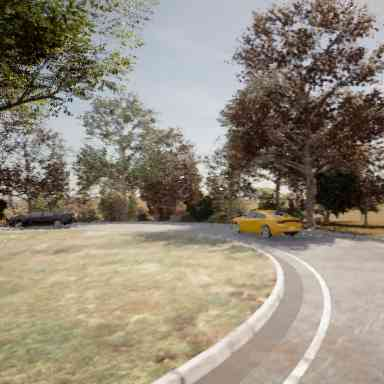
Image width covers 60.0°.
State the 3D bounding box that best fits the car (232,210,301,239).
[{"bbox_3d":[4.289,1.846,20.019,1.882,1.535,5.008,1,-2,-26],"label":"car"}]

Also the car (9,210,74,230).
[{"bbox_3d":[-12.602,2.274,27.936,5.008,1.535,1.882,-1,-2,-8],"label":"car"}]
